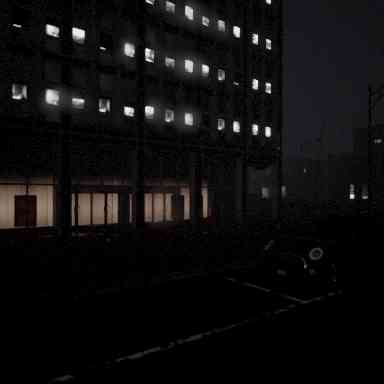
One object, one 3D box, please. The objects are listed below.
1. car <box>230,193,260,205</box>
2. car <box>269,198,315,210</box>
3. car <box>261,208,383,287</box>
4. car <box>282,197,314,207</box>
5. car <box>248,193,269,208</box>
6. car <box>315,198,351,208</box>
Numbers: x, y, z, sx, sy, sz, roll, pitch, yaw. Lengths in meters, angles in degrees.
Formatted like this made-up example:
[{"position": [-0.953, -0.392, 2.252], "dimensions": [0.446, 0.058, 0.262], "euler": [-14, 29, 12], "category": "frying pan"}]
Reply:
[{"position": [9.137, 1.161, 57.590], "dimensions": [2.192, 1.841, 5.009], "euler": [1, 0, -35], "category": "car"}, {"position": [11.692, 1.421, 39.163], "dimensions": [2.008, 1.369, 4.403], "euler": [1, 0, -35], "category": "car"}, {"position": [3.820, 1.439, 9.288], "dimensions": [4.097, 1.590, 1.967], "euler": [0, 0, -36], "category": "car"}, {"position": [15.435, 1.473, 48.483], "dimensions": [1.802, 1.307, 4.206], "euler": [1, 0, -35], "category": "car"}, {"position": [8.544, 1.162, 43.717], "dimensions": [2.192, 1.841, 5.009], "euler": [1, 0, -35], "category": "car"}, {"position": [18.489, 1.439, 44.069], "dimensions": [1.752, 1.417, 4.829], "euler": [1, 0, -35], "category": "car"}]
